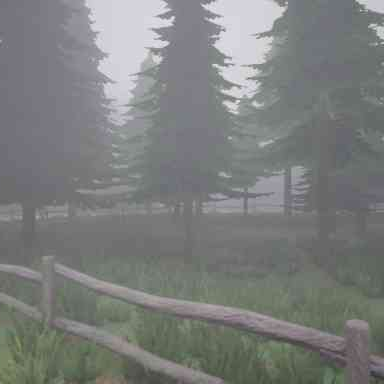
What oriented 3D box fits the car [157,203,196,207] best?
[{"bbox_3d":[-1.240,1.585,33.369,4.674,1.442,1.812,0,-1,-15],"label":"car"}]
